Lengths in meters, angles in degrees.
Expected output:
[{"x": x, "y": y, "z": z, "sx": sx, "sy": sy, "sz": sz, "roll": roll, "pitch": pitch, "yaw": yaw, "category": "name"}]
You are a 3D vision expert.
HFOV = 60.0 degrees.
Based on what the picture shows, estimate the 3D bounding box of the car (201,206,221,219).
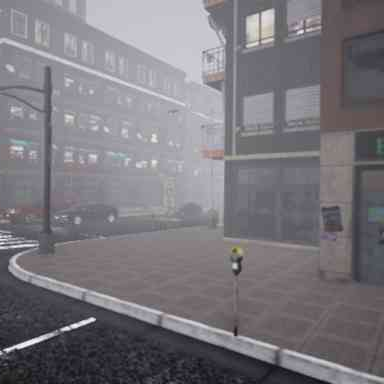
[{"x": 2.925, "y": 1.822, "z": 28.220, "sx": 1.802, "sy": 1.307, "sz": 4.206, "roll": 0, "pitch": -1, "yaw": 35, "category": "car"}]

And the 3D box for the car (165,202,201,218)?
[{"x": -0.727, "y": 1.728, "z": 32.998, "sx": 1.812, "sy": 1.442, "sz": 4.674, "roll": 1, "pitch": 0, "yaw": 35, "category": "car"}]

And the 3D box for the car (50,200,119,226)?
[{"x": -7.393, "y": 1.498, "z": 23.551, "sx": 1.837, "sy": 1.490, "sz": 4.892, "roll": 1, "pitch": -1, "yaw": 35, "category": "car"}]

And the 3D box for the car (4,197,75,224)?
[{"x": -10.477, "y": 1.246, "z": 23.692, "sx": 2.192, "sy": 1.841, "sz": 5.009, "roll": 0, "pitch": -1, "yaw": 35, "category": "car"}]
